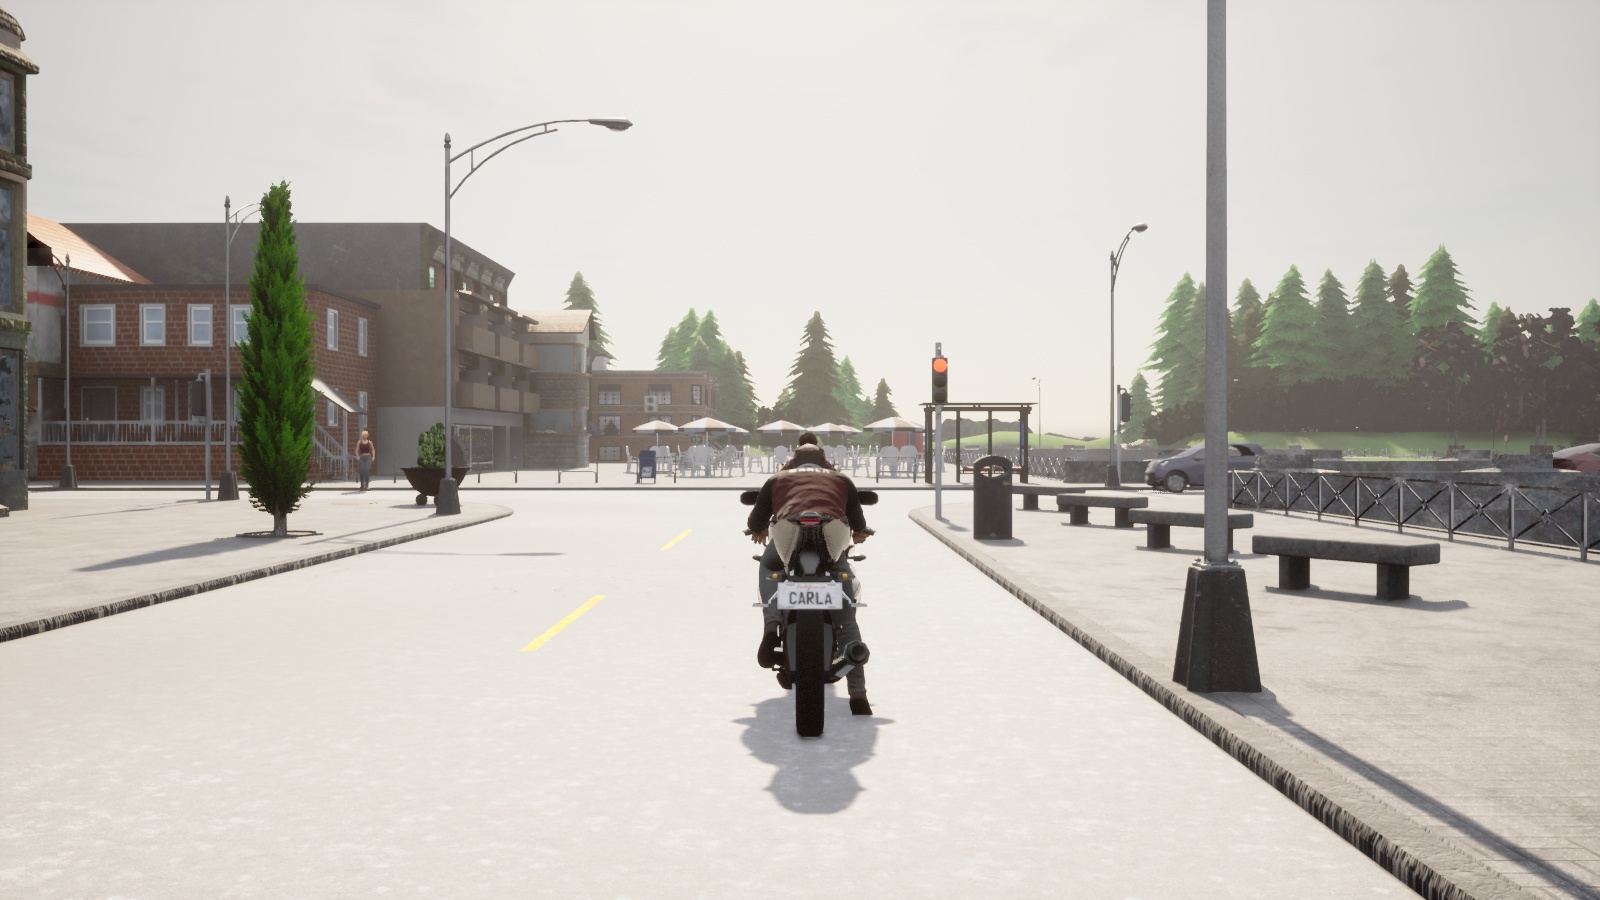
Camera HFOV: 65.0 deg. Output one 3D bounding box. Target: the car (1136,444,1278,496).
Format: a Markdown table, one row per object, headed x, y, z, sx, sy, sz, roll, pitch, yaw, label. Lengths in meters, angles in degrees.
| x | y | z | sx | sy | sz | roll | pitch | yaw | label |
| --- | --- | --- | --- | --- | --- | --- | --- | --- | --- |
| 12.013 | 0.560 | 37.226 | 3.633 | 1.501 | 1.845 | 0 | 0 | 0 | car |

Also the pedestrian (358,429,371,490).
| x | y | z | sx | sy | sz | roll | pitch | yaw | label |
| --- | --- | --- | --- | --- | --- | --- | --- | --- | --- |
| -13.139 | 0.273 | 37.909 | 0.345 | 1.836 | 0.594 | 0 | 0 | -15 | pedestrian |

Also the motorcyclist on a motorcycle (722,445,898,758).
| x | y | z | sx | sy | sz | roll | pitch | yaw | label |
| --- | --- | --- | --- | --- | --- | --- | --- | --- | --- |
| 0.054 | 0.740 | 7.268 | 0.866 | 1.530 | 2.191 | 0 | 0 | 0 | motorcyclist on a motorcycle |

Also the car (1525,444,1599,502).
| x | y | z | sx | sy | sz | roll | pitch | yaw | label |
| --- | --- | --- | --- | --- | --- | --- | --- | --- | --- |
| 22.186 | 0.577 | 33.174 | 4.792 | 1.488 | 2.163 | 0 | 0 | 0 | car |
